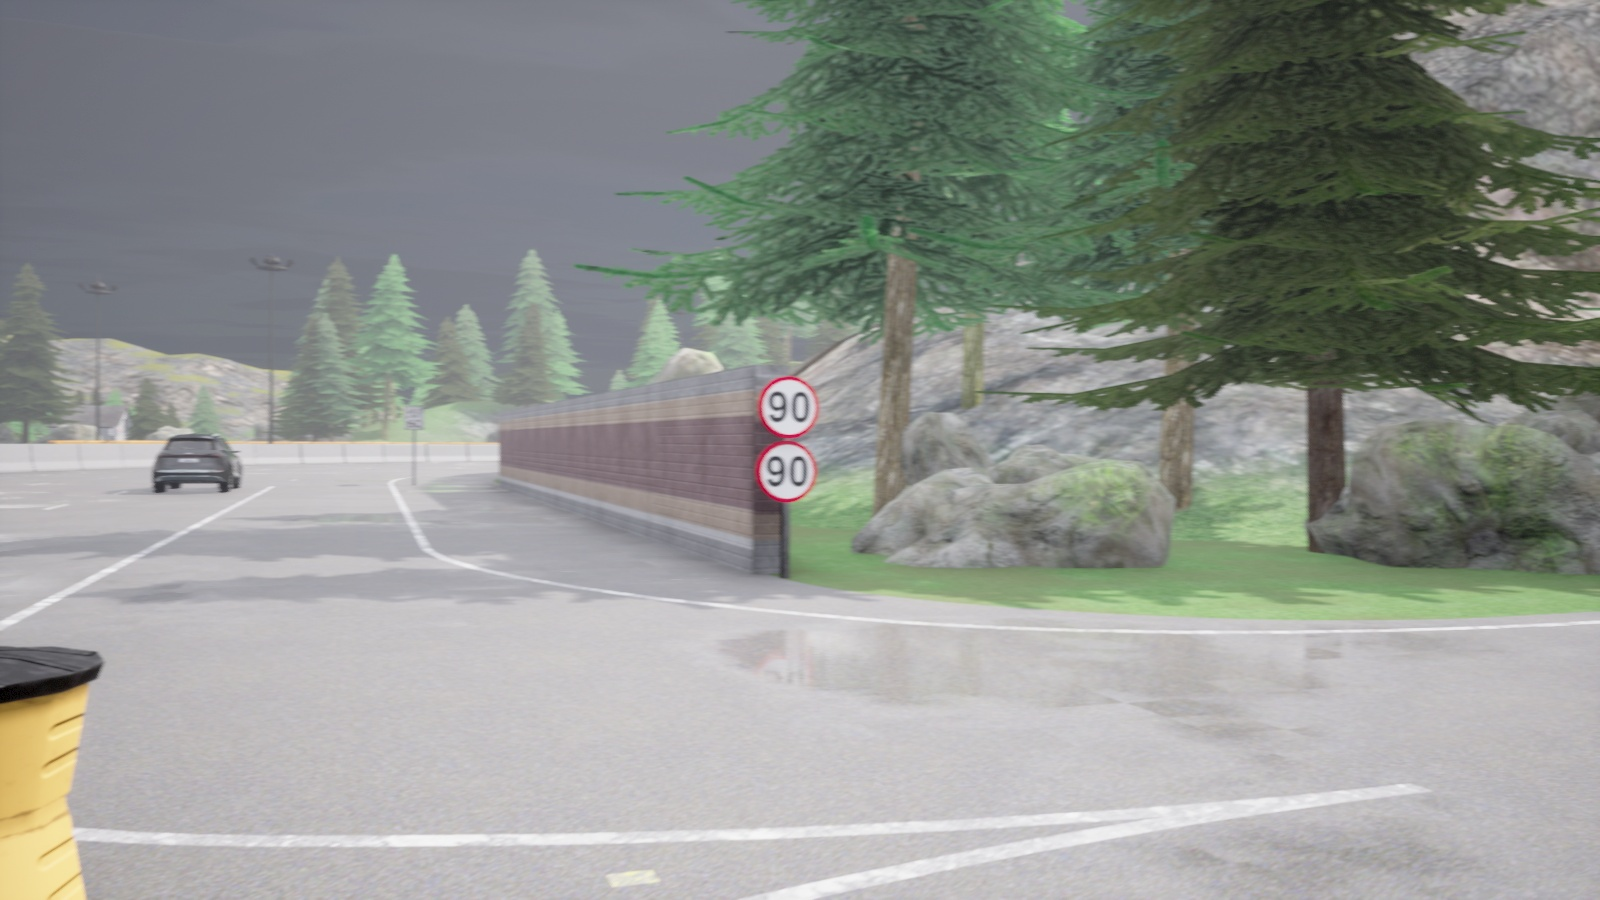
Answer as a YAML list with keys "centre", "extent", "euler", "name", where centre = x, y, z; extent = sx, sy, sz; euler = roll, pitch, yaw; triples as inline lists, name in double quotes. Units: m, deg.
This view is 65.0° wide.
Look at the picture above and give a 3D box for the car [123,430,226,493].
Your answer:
- centre: [-17.567, 0.300, 35.476]
  extent: [2.033, 1.649, 4.856]
  euler: [0, 0, -20]
  name: "car"
